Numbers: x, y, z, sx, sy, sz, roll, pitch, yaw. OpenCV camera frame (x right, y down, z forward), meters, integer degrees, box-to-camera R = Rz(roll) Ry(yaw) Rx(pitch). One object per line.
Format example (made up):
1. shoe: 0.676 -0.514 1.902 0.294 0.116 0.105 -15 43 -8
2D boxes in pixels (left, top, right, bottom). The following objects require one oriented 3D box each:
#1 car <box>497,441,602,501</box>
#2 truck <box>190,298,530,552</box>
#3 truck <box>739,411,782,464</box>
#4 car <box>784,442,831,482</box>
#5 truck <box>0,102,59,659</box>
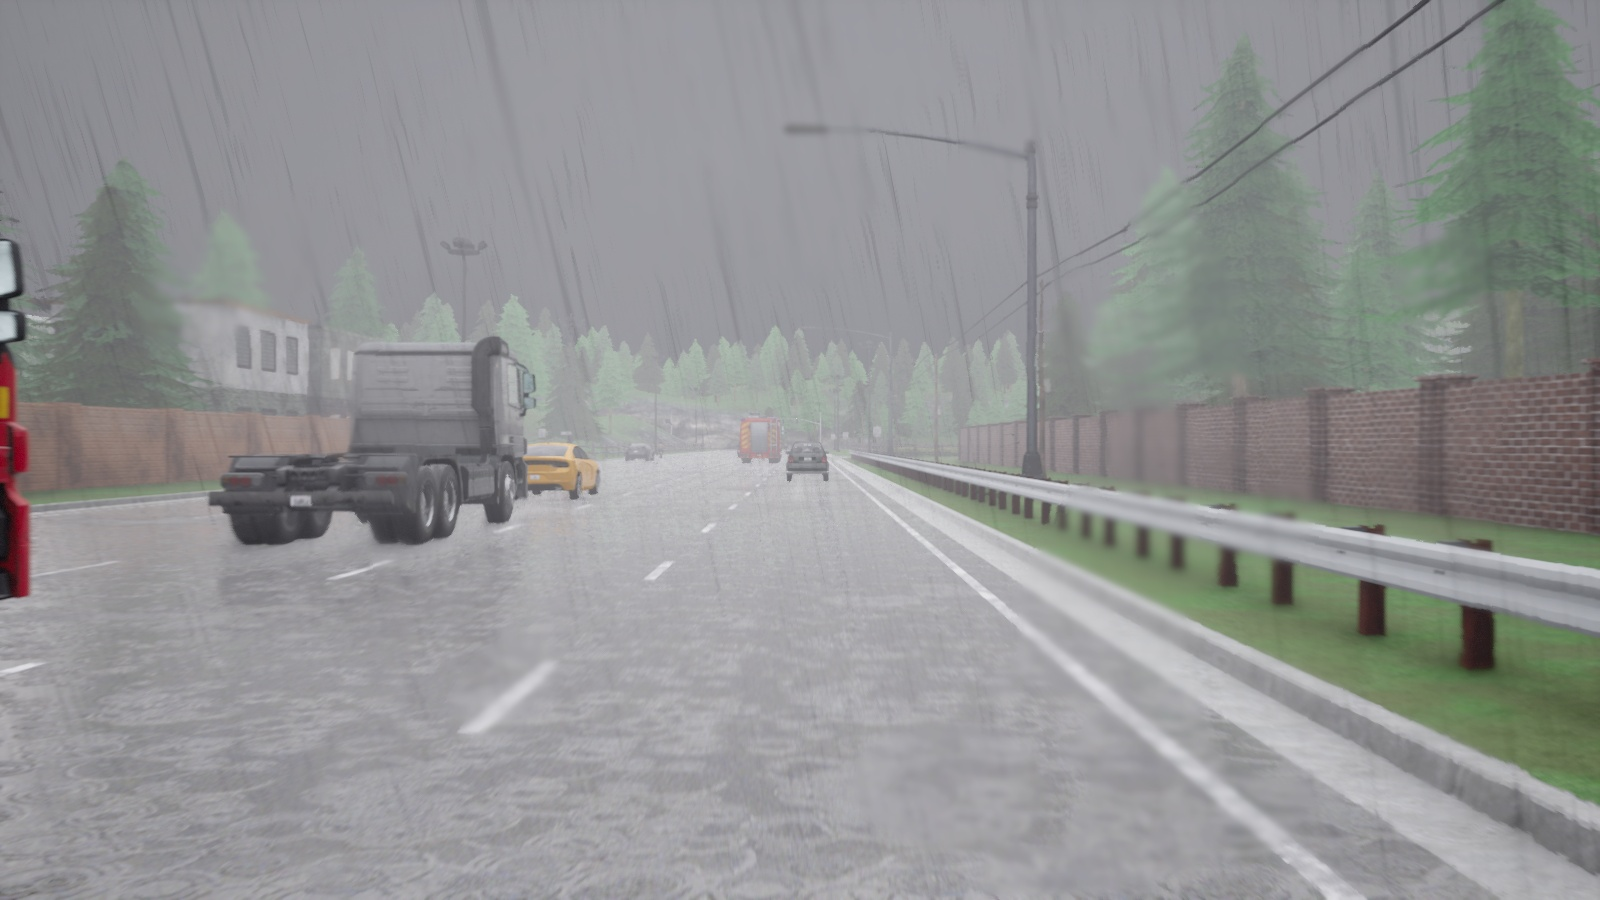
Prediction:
1. car: -6.788 0.526 34.570 1.882 1.535 5.008 0 0 0
2. truck: -6.864 -0.358 21.116 2.891 3.462 7.936 0 0 0
3. truck: -2.941 -0.954 95.746 2.891 3.827 8.468 0 0 0
4. car: 0.303 0.443 50.659 1.789 1.549 3.705 0 0 0
5. truck: -6.955 -0.451 5.057 2.891 3.827 8.468 0 0 0
